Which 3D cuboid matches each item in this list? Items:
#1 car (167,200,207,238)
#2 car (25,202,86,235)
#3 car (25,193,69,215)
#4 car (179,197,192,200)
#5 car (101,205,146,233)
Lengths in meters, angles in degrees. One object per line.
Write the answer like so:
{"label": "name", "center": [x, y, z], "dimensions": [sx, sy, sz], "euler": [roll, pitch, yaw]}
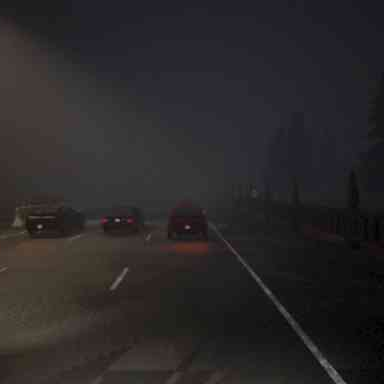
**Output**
{"label": "car", "center": [-0.265, 1.406, 17.374], "dimensions": [1.882, 1.535, 5.008], "euler": [0, 0, -2]}
{"label": "car", "center": [-7.290, 1.419, 18.218], "dimensions": [2.128, 1.511, 4.902], "euler": [0, 0, -2]}
{"label": "car", "center": [-14.776, 1.180, 34.285], "dimensions": [2.150, 2.045, 5.566], "euler": [0, 0, -1]}
{"label": "car", "center": [-0.716, 1.329, 36.220], "dimensions": [1.882, 1.535, 5.008], "euler": [0, 0, -1]}
{"label": "car", "center": [-3.813, 1.469, 19.255], "dimensions": [2.033, 1.411, 5.357], "euler": [0, 0, -2]}
